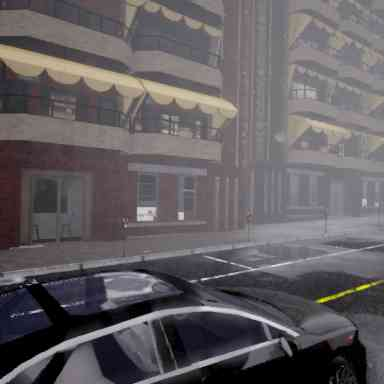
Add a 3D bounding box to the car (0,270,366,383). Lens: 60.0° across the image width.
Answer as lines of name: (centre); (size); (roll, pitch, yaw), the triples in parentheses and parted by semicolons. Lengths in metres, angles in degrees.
car: (-0.385, 1.490, 2.890); (4.902, 1.511, 2.128); (0, 0, -36)
